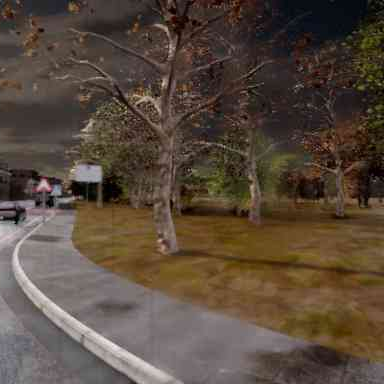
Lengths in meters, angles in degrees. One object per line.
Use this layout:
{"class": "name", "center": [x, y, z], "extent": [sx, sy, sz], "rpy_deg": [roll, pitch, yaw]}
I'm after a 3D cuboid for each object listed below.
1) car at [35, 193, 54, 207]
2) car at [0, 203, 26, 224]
{"class": "car", "center": [-21.891, 1.147, 49.318], "extent": [2.150, 2.045, 5.566], "rpy_deg": [0, 0, -18]}
{"class": "car", "center": [-13.698, 1.549, 24.902], "extent": [2.128, 1.511, 4.902], "rpy_deg": [0, 0, -19]}
